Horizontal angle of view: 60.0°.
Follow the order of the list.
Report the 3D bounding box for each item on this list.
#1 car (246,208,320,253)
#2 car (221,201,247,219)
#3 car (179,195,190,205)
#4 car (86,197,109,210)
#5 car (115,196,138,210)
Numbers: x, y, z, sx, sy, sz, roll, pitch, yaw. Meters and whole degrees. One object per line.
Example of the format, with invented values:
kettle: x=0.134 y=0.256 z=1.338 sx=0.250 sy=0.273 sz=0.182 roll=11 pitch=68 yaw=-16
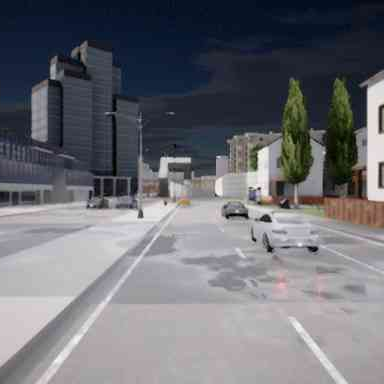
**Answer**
car: x=3.579 y=1.490 z=13.366 sx=1.812 sy=1.442 sz=4.674 roll=0 pitch=0 yaw=0
car: x=3.583 y=1.489 z=28.374 sx=1.994 sy=1.385 sz=4.181 roll=0 pitch=0 yaw=0
car: x=-1.232 y=1.311 z=55.155 sx=1.801 sy=1.575 sz=5.366 roll=0 pitch=0 yaw=0
car: x=-11.591 y=1.384 z=40.985 sx=2.128 sy=1.511 sz=4.902 roll=0 pitch=0 yaw=0
car: x=-8.090 y=1.244 z=41.223 sx=2.097 sy=1.767 sz=4.553 roll=0 pitch=0 yaw=0
